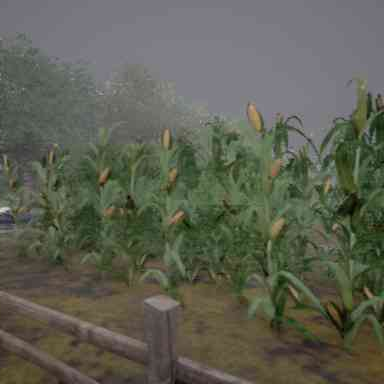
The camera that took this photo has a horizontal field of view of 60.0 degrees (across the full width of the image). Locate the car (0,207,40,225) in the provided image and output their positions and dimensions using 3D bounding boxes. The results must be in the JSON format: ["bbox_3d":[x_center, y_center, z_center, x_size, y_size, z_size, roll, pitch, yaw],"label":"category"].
[{"bbox_3d":[-13.666,1.826,24.894,1.812,1.442,4.674,0,-1,34],"label":"car"}]
